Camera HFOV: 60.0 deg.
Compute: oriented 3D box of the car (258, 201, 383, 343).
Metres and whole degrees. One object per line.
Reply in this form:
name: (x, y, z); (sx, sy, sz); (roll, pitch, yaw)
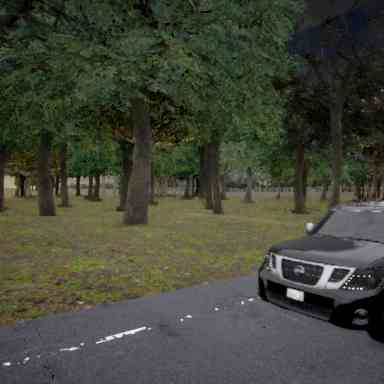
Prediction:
car: (3.838, 1.222, 6.714); (5.566, 2.045, 2.150); (0, 0, -35)
